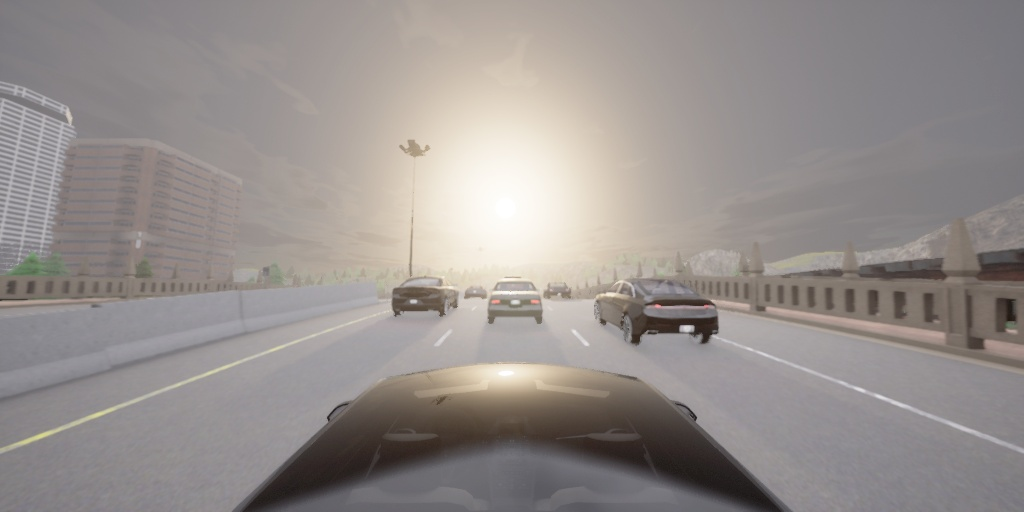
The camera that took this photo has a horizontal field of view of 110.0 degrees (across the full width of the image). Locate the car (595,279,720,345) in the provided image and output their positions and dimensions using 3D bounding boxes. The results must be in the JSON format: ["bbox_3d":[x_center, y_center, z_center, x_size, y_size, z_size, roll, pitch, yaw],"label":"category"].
[{"bbox_3d":[3.601,1.358,9.810,2.128,1.511,4.902,0,-2,0],"label":"car"}]

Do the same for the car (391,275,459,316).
[{"bbox_3d":[-3.400,1.551,14.859,1.882,1.535,5.008,0,-3,0],"label":"car"}]

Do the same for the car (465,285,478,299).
[{"bbox_3d":[-3.402,3.494,34.798,1.994,1.385,4.181,0,-7,0],"label":"car"}]

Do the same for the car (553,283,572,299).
[{"bbox_3d":[3.599,2.871,29.455,1.895,1.301,4.718,0,-6,0],"label":"car"}]

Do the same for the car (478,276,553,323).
[{"bbox_3d":[0.100,1.539,13.172,2.033,1.411,5.357,0,-3,0],"label":"car"}]
